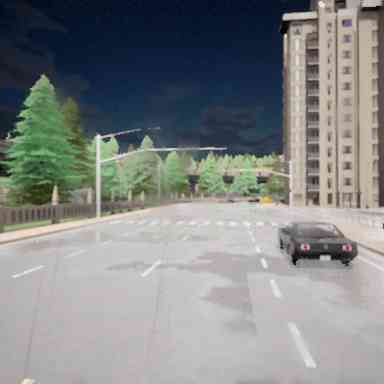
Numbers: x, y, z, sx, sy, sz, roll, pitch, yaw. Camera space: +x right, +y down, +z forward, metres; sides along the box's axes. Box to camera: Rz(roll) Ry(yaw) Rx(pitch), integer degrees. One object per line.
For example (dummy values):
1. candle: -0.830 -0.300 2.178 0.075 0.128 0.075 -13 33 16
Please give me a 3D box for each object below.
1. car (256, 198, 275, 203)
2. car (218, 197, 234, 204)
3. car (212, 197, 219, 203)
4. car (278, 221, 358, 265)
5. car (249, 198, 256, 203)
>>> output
1. car: 20.689 2.355 91.100 5.008 1.535 1.882 0 -1 -39
2. car: 9.576 2.376 88.447 2.128 1.511 4.902 0 -1 28
3. car: 7.203 2.233 91.314 2.097 1.767 4.553 0 -1 32
4. car: 4.317 1.720 12.222 1.895 1.301 4.718 0 -1 8
5. car: 17.842 2.422 93.268 4.674 1.442 1.812 1 -1 -44
